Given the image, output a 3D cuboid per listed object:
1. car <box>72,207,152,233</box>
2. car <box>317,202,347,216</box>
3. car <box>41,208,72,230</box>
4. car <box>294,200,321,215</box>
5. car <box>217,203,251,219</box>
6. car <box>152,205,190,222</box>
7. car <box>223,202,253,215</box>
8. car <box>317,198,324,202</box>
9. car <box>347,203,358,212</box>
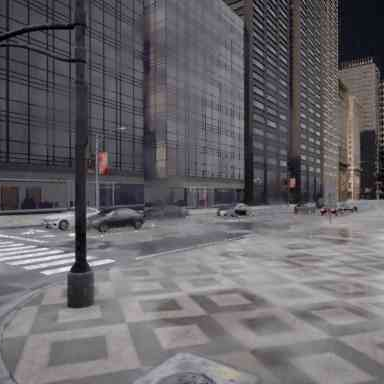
[{"bbox_3d":[-5.024,1.751,21.487,1.812,1.442,4.674,0,-1,35],"label":"car"},{"bbox_3d":[17.464,2.194,41.330,1.895,1.301,4.718,0,-1,36],"label":"car"},{"bbox_3d":[-7.947,1.757,23.013,1.812,1.442,4.674,0,-1,37],"label":"car"},{"bbox_3d":[14.807,2.110,43.204,1.837,1.490,4.892,0,-1,36],"label":"car"},{"bbox_3d":[4.384,1.933,34.545,2.128,1.511,4.902,0,-1,36],"label":"car"},{"bbox_3d":[-2.336,1.908,30.785,2.033,1.411,5.357,0,-1,36],"label":"car"},{"bbox_3d":[5.850,2.074,42.117,1.812,1.442,4.674,0,-1,36],"label":"car"},{"bbox_3d":[20.709,1.963,51.474,2.150,2.045,5.566,0,-1,36],"label":"car"},{"bbox_3d":[23.327,2.276,49.546,2.033,1.411,5.357,0,-1,36],"label":"car"}]
